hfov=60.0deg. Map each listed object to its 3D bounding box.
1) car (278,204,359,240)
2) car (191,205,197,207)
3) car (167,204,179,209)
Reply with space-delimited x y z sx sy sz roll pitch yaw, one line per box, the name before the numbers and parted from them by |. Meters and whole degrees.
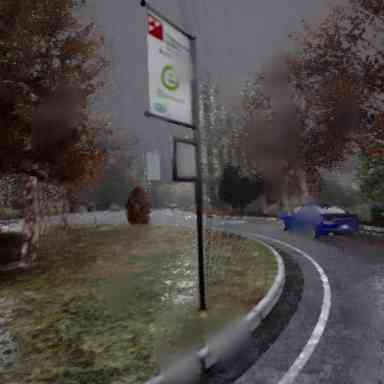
car | 5.957 1.319 16.350 1.882 1.535 5.008 -1 0 -10
car | 0.635 3.955 81.768 1.994 1.385 4.181 -2 -5 8
car | -4.111 3.361 73.739 1.882 1.535 5.008 -2 -5 8
